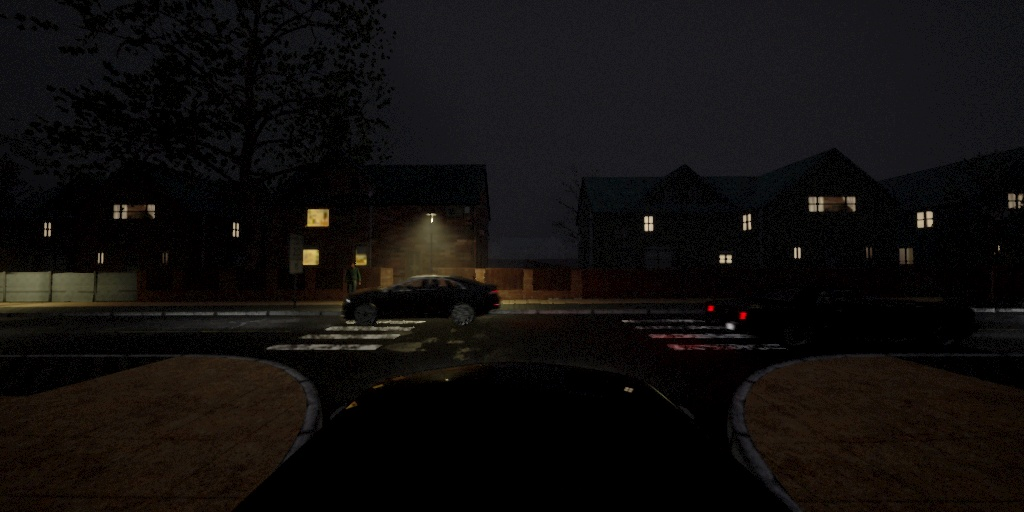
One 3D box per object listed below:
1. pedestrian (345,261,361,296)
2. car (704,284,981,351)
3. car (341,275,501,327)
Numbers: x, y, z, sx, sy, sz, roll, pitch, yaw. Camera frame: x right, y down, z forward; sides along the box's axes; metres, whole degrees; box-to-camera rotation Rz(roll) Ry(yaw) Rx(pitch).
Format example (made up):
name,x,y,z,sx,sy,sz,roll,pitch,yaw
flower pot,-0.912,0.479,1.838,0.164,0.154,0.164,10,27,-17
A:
name,x,y,z,sx,sy,sz,roll,pitch,yaw
pedestrian,-6.452,1.111,14.431,0.375,1.860,0.375,0,-1,2
car,7.184,1.294,8.130,4.718,1.301,1.895,0,-1,2
car,-2.804,1.351,11.397,4.902,1.511,2.128,-1,-1,2
